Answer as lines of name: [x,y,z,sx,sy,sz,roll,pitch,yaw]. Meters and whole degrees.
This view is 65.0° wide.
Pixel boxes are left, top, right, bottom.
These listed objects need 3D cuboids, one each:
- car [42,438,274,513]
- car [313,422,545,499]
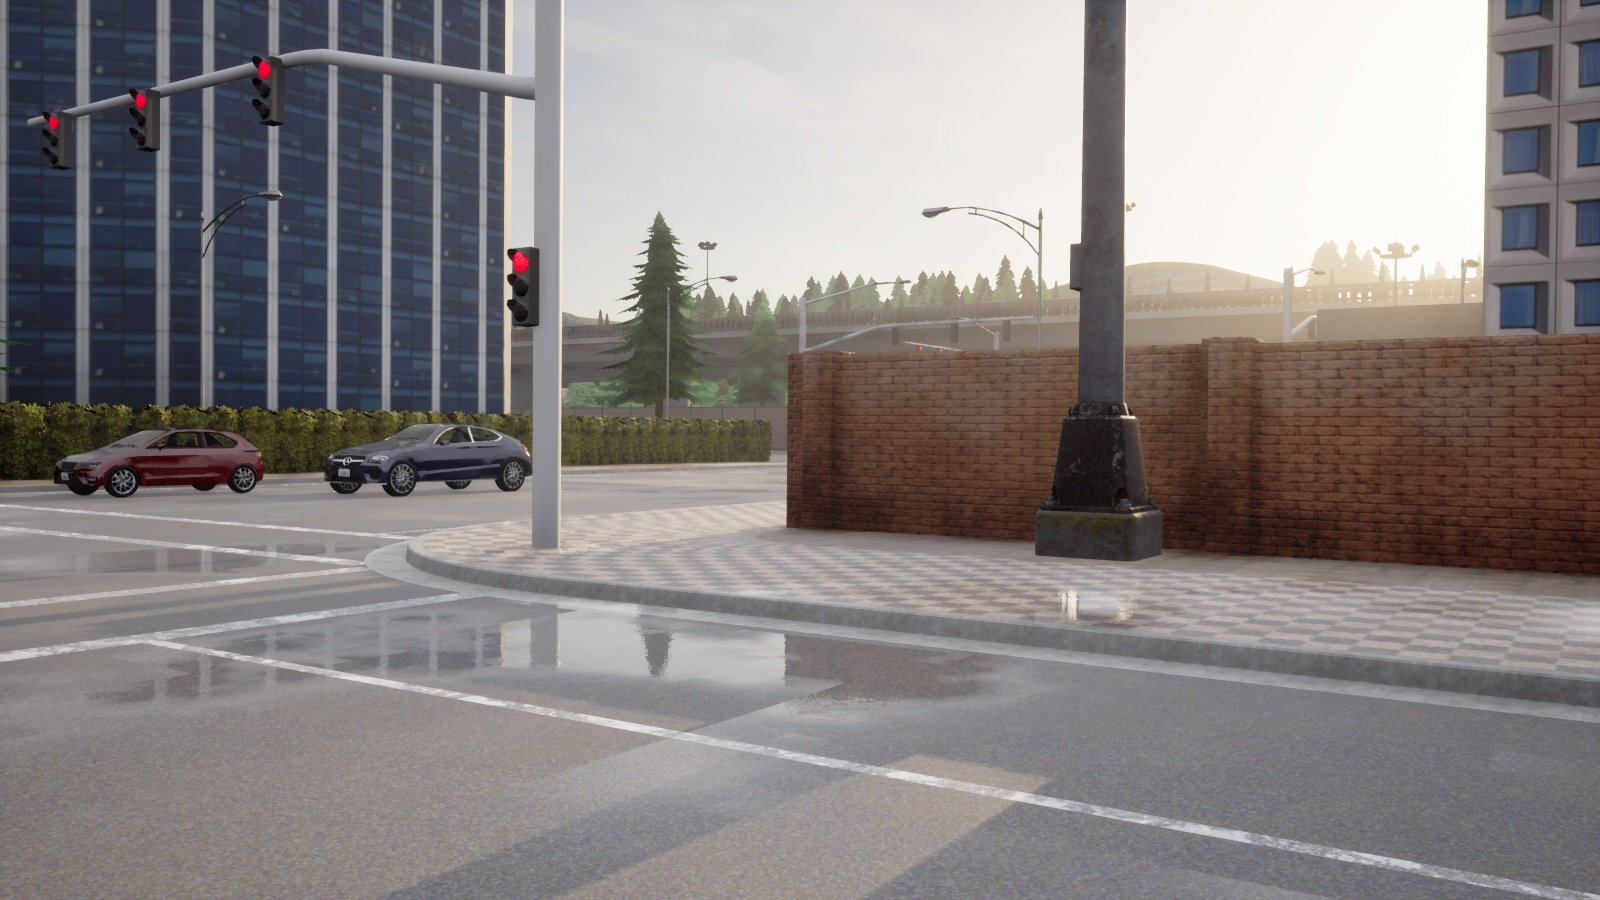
car: [-14.023,0.494,27.653,1.816,1.474,4.193,0,1,33]
car: [-8.596,0.184,29.564,2.152,1.651,5.027,0,1,33]
